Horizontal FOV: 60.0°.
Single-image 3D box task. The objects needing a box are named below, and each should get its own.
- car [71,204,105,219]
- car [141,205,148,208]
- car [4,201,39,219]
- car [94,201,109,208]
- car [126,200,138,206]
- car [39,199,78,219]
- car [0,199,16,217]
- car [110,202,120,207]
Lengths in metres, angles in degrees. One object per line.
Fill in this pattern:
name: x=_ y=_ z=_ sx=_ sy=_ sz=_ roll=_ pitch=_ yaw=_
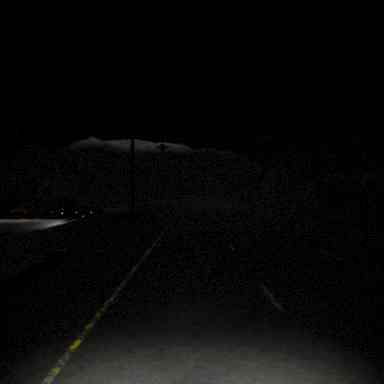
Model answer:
car: x=-10.600 y=2.133 z=34.779 sx=1.895 sy=1.301 sz=4.718 roll=0 pitch=-1 yaw=0
car: x=-10.520 y=3.198 z=76.389 sx=1.895 sy=1.301 sz=4.718 roll=0 pitch=-2 yaw=0
car: x=-17.595 y=2.031 z=35.744 sx=1.882 sy=1.535 sz=5.008 roll=0 pitch=-1 yaw=0
car: x=-21.020 y=2.975 z=77.728 sx=2.128 sy=1.511 sz=4.902 roll=0 pitch=-2 yaw=0
car: x=-14.020 y=2.675 z=77.709 sx=2.150 sy=2.045 sz=5.566 roll=0 pitch=-2 yaw=0
car: x=-14.096 y=1.790 z=36.317 sx=2.150 sy=2.045 sz=5.566 roll=0 pitch=-2 yaw=0
car: x=-21.092 y=1.790 z=36.300 sx=2.150 sy=2.045 sz=5.566 roll=0 pitch=-2 yaw=0
car: x=-17.520 y=3.127 z=76.420 sx=1.812 sy=1.442 sz=4.674 roll=0 pitch=-2 yaw=0
